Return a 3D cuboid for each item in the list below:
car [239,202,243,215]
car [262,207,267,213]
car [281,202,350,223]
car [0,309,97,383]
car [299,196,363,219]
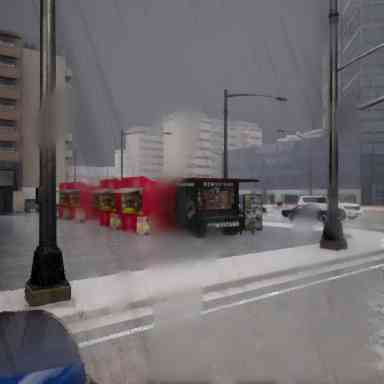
[{"bbox_3d":[3.965,1.769,34.484,2.033,1.411,5.357,0,-1,-37],"label":"car"},{"bbox_3d":[5.953,1.788,37.708,2.033,1.411,5.357,0,-1,-36],"label":"car"},{"bbox_3d":[9.649,1.706,26.689,1.895,1.301,4.718,0,-1,-37],"label":"car"},{"bbox_3d":[-3.236,1.547,1.692,5.357,1.411,2.033,0,0,-36],"label":"car"},{"bbox_3d":[11.977,1.339,29.419,2.150,2.045,5.566,0,-1,-36],"label":"car"}]
